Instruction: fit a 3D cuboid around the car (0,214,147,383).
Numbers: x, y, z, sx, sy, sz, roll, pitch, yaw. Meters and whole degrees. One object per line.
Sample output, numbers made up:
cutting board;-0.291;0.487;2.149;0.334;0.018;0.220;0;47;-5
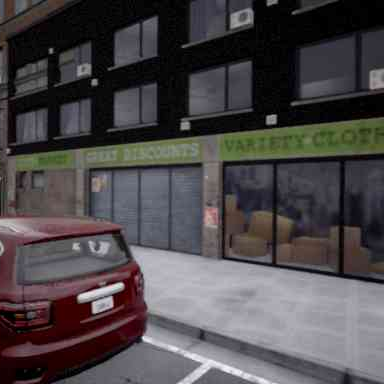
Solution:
car;-2.890;1.246;4.922;5.009;1.841;2.192;1;0;36
